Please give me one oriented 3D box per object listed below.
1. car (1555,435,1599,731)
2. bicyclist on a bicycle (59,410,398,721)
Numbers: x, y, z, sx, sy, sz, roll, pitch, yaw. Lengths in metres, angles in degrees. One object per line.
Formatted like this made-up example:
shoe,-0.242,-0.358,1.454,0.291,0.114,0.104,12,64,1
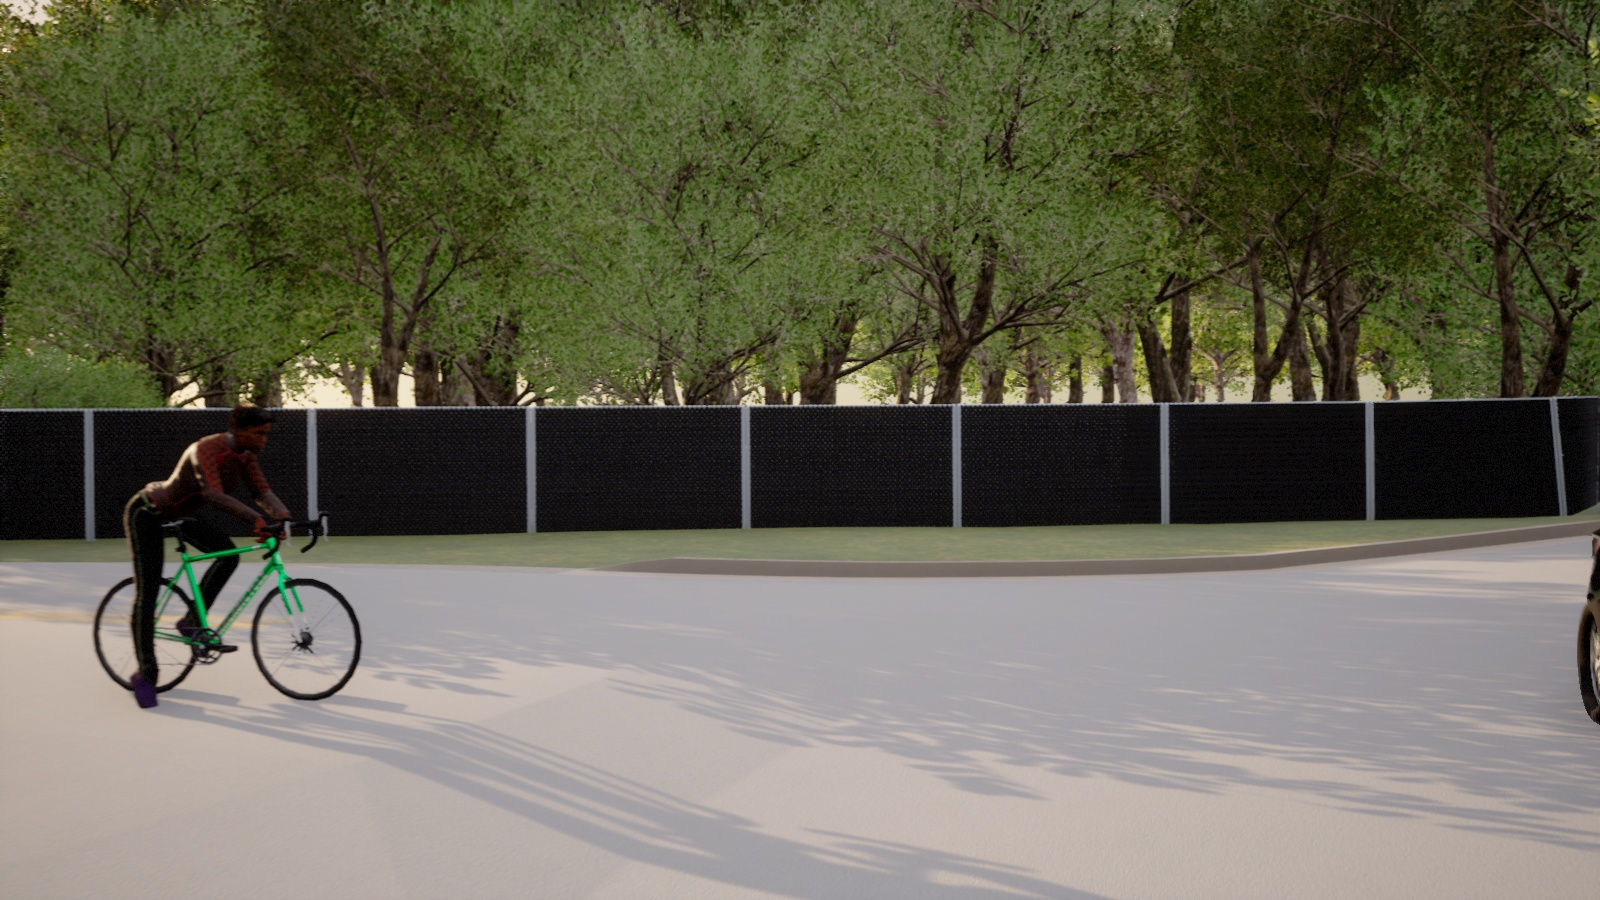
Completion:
car,4.477,0.705,4.946,1.816,1.474,4.193,-1,1,21
bicyclist on a bicycle,-3.145,0.600,6.954,1.656,1.620,0.582,0,0,10
